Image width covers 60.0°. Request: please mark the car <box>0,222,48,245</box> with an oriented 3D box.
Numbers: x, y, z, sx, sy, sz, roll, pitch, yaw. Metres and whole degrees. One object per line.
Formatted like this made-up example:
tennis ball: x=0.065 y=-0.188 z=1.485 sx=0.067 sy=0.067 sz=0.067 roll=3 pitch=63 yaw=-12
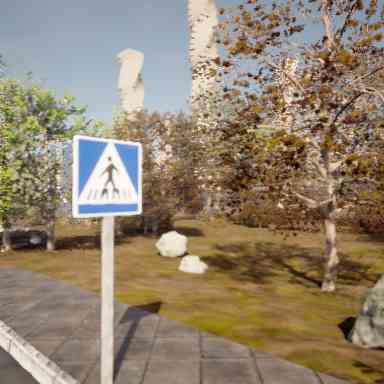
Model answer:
car: x=-11.855 y=2.763 z=21.409 sx=4.892 sy=1.521 sz=2.231 roll=0 pitch=-4 yaw=-38
